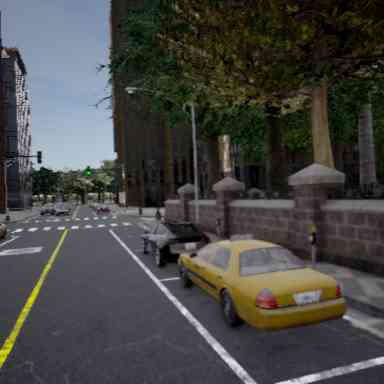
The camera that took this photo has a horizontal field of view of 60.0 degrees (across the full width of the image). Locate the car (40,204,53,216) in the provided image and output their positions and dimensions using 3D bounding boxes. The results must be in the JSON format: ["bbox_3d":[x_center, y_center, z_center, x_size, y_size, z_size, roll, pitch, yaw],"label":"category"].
[{"bbox_3d":[-23.912,2.899,55.287,2.192,1.841,5.009,-2,-1,-18],"label":"car"}]

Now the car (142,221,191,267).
[{"bbox_3d":[-0.690,1.717,12.079,1.947,1.339,4.313,-2,-1,-18],"label":"car"}]

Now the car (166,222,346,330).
[{"bbox_3d":[0.963,1.556,7.060,1.752,1.417,4.829,-2,-1,-18],"label":"car"}]

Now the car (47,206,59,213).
[{"bbox_3d":[-27.303,3.419,65.610,1.802,1.307,4.206,-2,-1,-18],"label":"car"}]

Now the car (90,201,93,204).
[{"bbox_3d":[-20.918,3.192,73.447,1.887,1.381,4.507,-2,-1,-18],"label":"car"}]

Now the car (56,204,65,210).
[{"bbox_3d":[-34.111,3.898,86.262,2.008,1.369,4.403,-2,-1,-18],"label":"car"}]

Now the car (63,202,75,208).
[{"bbox_3d":[-24.238,3.201,65.121,1.837,1.490,4.892,-2,-1,-18],"label":"car"}]

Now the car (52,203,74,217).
[{"bbox_3d":[-19.331,2.881,50.009,2.033,1.411,5.357,-2,-1,-18],"label":"car"}]

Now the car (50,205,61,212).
[{"bbox_3d":[-28.954,3.486,70.612,1.752,1.417,4.829,-2,-1,-18],"label":"car"}]

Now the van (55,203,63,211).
[{"bbox_3d":[-32.419,3.561,81.101,1.690,1.788,3.998,-2,-1,-18],"label":"van"}]

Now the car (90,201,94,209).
[{"bbox_3d":[-19.216,3.071,68.284,2.008,1.369,4.403,-2,-1,-18],"label":"car"}]

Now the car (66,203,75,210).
[{"bbox_3d":[-29.270,3.410,80.368,1.837,1.490,4.892,-2,-1,-18],"label":"car"}]

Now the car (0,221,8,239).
[{"bbox_3d":[-12.142,2.240,19.605,1.752,1.417,4.829,-2,-1,-18],"label":"car"}]

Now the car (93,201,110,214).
[{"bbox_3d":[-14.116,2.580,52.796,1.967,1.590,4.097,-2,-1,-18],"label":"car"}]
